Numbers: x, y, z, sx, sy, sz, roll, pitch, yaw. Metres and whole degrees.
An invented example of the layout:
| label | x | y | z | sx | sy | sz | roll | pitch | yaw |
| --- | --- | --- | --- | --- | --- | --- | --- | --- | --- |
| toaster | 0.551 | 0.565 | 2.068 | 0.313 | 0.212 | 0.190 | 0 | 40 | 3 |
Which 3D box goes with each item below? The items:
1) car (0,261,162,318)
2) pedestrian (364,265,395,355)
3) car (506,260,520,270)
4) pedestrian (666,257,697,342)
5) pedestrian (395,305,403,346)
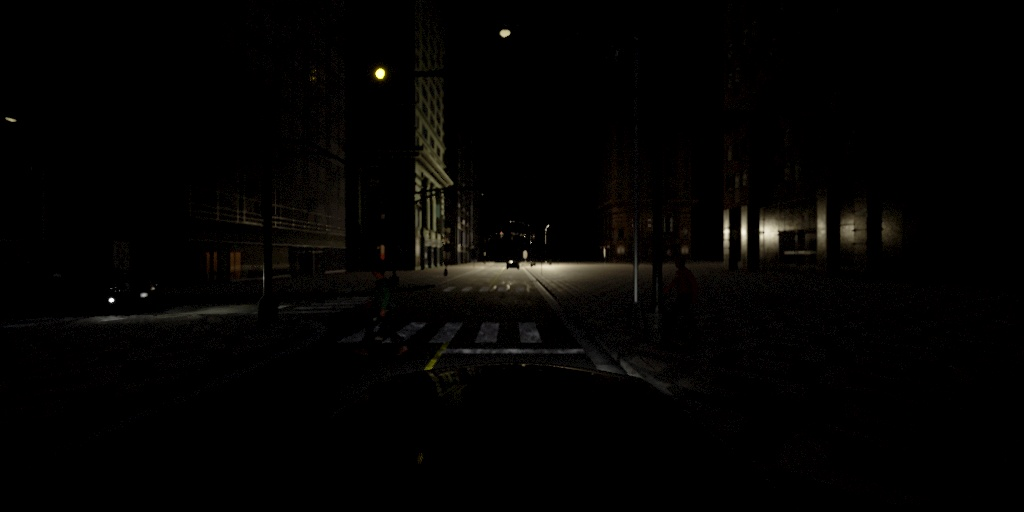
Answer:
| label | x | y | z | sx | sy | sz | roll | pitch | yaw |
| --- | --- | --- | --- | --- | --- | --- | --- | --- | --- |
| car | -17.049 | 1.202 | 13.895 | 5.566 | 2.045 | 2.150 | -1 | 0 | 0 |
| pedestrian | -2.597 | 1.042 | 7.068 | 0.375 | 1.860 | 0.375 | 0 | 0 | 0 |
| car | 0.119 | 1.307 | 53.519 | 1.994 | 1.385 | 4.181 | 0 | 0 | 0 |
| pedestrian | 3.604 | 0.889 | 7.653 | 0.375 | 1.860 | 0.375 | 0 | 0 | 0 |
| pedestrian | -2.835 | 1.041 | 8.303 | 0.375 | 1.860 | 0.375 | 0 | 0 | 0 |
